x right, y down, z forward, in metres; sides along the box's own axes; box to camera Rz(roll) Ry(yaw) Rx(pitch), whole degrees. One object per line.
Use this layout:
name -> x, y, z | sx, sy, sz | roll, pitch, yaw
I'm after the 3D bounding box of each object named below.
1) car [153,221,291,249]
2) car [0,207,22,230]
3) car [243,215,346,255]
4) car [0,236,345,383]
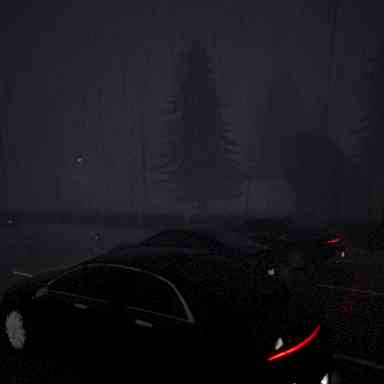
car -> -0.176, 1.569, 8.418 | 4.674, 1.442, 1.812 | -1, 0, 36
car -> -13.311, 1.754, 22.088 | 5.008, 1.535, 1.882 | -1, -1, 36
car -> 2.344, 1.543, 10.919 | 4.892, 1.490, 1.837 | -1, 0, 36
car -> -0.732, 1.532, 4.515 | 4.892, 1.490, 1.837 | -1, 0, 36
